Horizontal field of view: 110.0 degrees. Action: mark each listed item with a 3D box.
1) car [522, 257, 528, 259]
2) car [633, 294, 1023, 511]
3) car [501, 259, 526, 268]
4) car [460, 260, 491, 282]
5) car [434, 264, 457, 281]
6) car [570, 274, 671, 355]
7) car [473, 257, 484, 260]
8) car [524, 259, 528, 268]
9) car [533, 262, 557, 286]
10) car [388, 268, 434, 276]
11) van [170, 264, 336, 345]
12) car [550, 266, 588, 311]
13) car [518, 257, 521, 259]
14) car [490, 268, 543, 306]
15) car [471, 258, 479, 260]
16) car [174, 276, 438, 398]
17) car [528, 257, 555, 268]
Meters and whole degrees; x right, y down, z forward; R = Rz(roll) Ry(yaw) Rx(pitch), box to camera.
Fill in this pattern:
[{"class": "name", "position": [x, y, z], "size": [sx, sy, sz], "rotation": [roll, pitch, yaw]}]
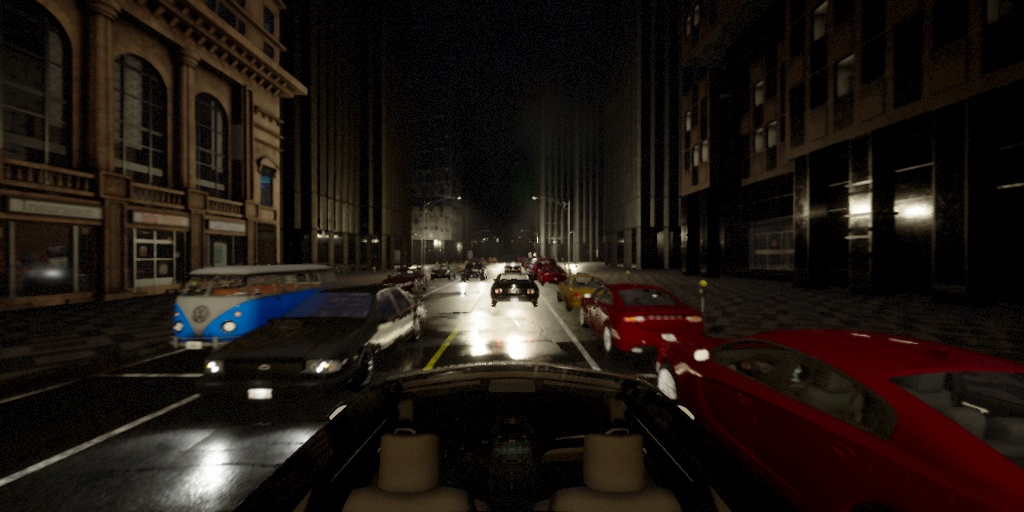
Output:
[{"class": "car", "position": [2.762, 1.256, 52.797], "size": [1.967, 1.591, 4.097], "rotation": [0, 0, 0]}, {"class": "car", "position": [2.777, 1.297, 3.068], "size": [1.888, 1.381, 4.507], "rotation": [0, 0, 0]}, {"class": "car", "position": [0.095, 1.344, 38.218], "size": [2.033, 1.411, 5.357], "rotation": [0, 0, 0]}, {"class": "car", "position": [-3.068, 1.293, 29.628], "size": [1.837, 1.490, 4.892], "rotation": [0, -1, 0]}, {"class": "car", "position": [-5.773, 1.338, 30.709], "size": [2.007, 1.370, 4.403], "rotation": [0, 0, 0]}, {"class": "car", "position": [2.776, 1.303, 8.593], "size": [1.888, 1.381, 4.507], "rotation": [0, 0, 0]}, {"class": "car", "position": [-5.771, 1.138, 58.334], "size": [2.192, 1.841, 5.009], "rotation": [0, 0, 0]}, {"class": "car", "position": [2.766, 1.352, 41.746], "size": [2.007, 1.370, 4.403], "rotation": [0, 0, 0]}, {"class": "car", "position": [2.771, 1.325, 25.169], "size": [1.888, 1.381, 4.507], "rotation": [0, 0, 0]}, {"class": "car", "position": [-5.774, 1.355, 19.660], "size": [1.802, 1.307, 4.207], "rotation": [0, 0, 0]}, {"class": "van", "position": [-5.775, 1.100, 8.609], "size": [1.690, 1.789, 3.998], "rotation": [0, 0, 0]}, {"class": "car", "position": [2.774, 1.291, 14.288], "size": [1.751, 1.417, 4.829], "rotation": [0, 0, 0]}, {"class": "car", "position": [2.759, 1.146, 63.847], "size": [2.192, 1.841, 5.009], "rotation": [0, 0, 0]}, {"class": "car", "position": [0.100, 1.369, 15.733], "size": [1.895, 1.301, 4.718], "rotation": [0, 0, 0]}, {"class": "car", "position": [-5.772, 1.334, 47.114], "size": [1.751, 1.417, 4.829], "rotation": [0, 0, 0]}, {"class": "car", "position": [-3.086, 1.304, 7.060], "size": [2.033, 1.411, 5.357], "rotation": [0, 0, 0]}, {"class": "car", "position": [2.769, 1.101, 30.695], "size": [2.192, 1.841, 5.009], "rotation": [0, 0, 0]}]
